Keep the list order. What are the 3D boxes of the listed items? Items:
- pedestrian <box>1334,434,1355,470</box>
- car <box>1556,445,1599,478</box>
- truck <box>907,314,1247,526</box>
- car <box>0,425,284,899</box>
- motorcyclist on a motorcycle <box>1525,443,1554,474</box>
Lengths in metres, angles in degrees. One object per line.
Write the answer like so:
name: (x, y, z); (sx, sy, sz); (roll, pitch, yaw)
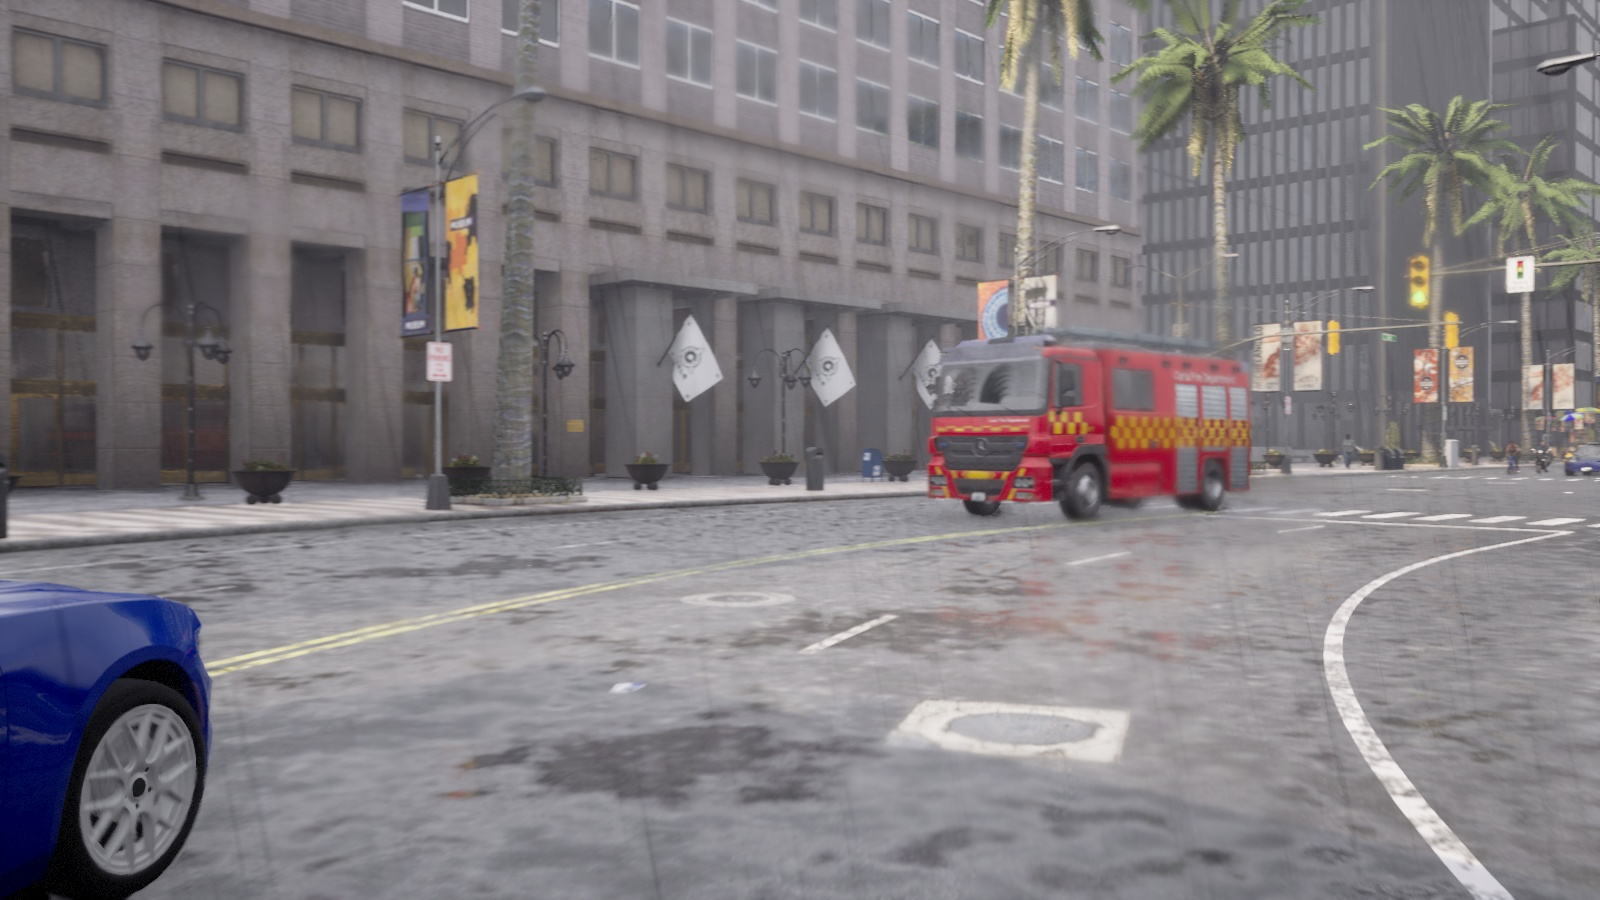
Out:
pedestrian: (27.833, 0.099, 64.169); (0.874, 1.855, 0.900); (0, 0, 28)
car: (36.736, 0.496, 57.884); (2.163, 1.488, 4.792); (0, 0, 44)
truck: (6.157, -0.556, 26.725); (8.468, 3.827, 2.891); (0, 0, -44)
car: (-3.238, 0.702, 2.626); (1.882, 1.535, 5.008); (0, 0, 5)
motorcyclist on a motorcycle: (37.509, 0.419, 63.676); (0.866, 1.590, 1.817); (0, 0, 44)
